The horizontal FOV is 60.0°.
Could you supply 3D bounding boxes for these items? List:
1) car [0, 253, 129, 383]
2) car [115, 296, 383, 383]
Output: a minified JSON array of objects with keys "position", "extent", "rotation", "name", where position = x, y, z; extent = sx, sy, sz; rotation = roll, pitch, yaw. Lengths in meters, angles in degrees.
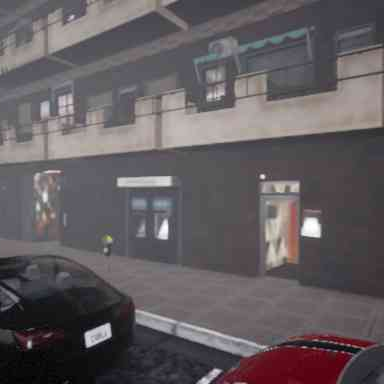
[{"position":[-2.701,1.584,4.797],"extent":[4.313,1.339,1.947],"rotation":[0,0,35],"name":"car"},{"position":[1.805,1.438,1.582],"extent":[4.097,1.590,1.967],"rotation":[0,0,36],"name":"car"}]
